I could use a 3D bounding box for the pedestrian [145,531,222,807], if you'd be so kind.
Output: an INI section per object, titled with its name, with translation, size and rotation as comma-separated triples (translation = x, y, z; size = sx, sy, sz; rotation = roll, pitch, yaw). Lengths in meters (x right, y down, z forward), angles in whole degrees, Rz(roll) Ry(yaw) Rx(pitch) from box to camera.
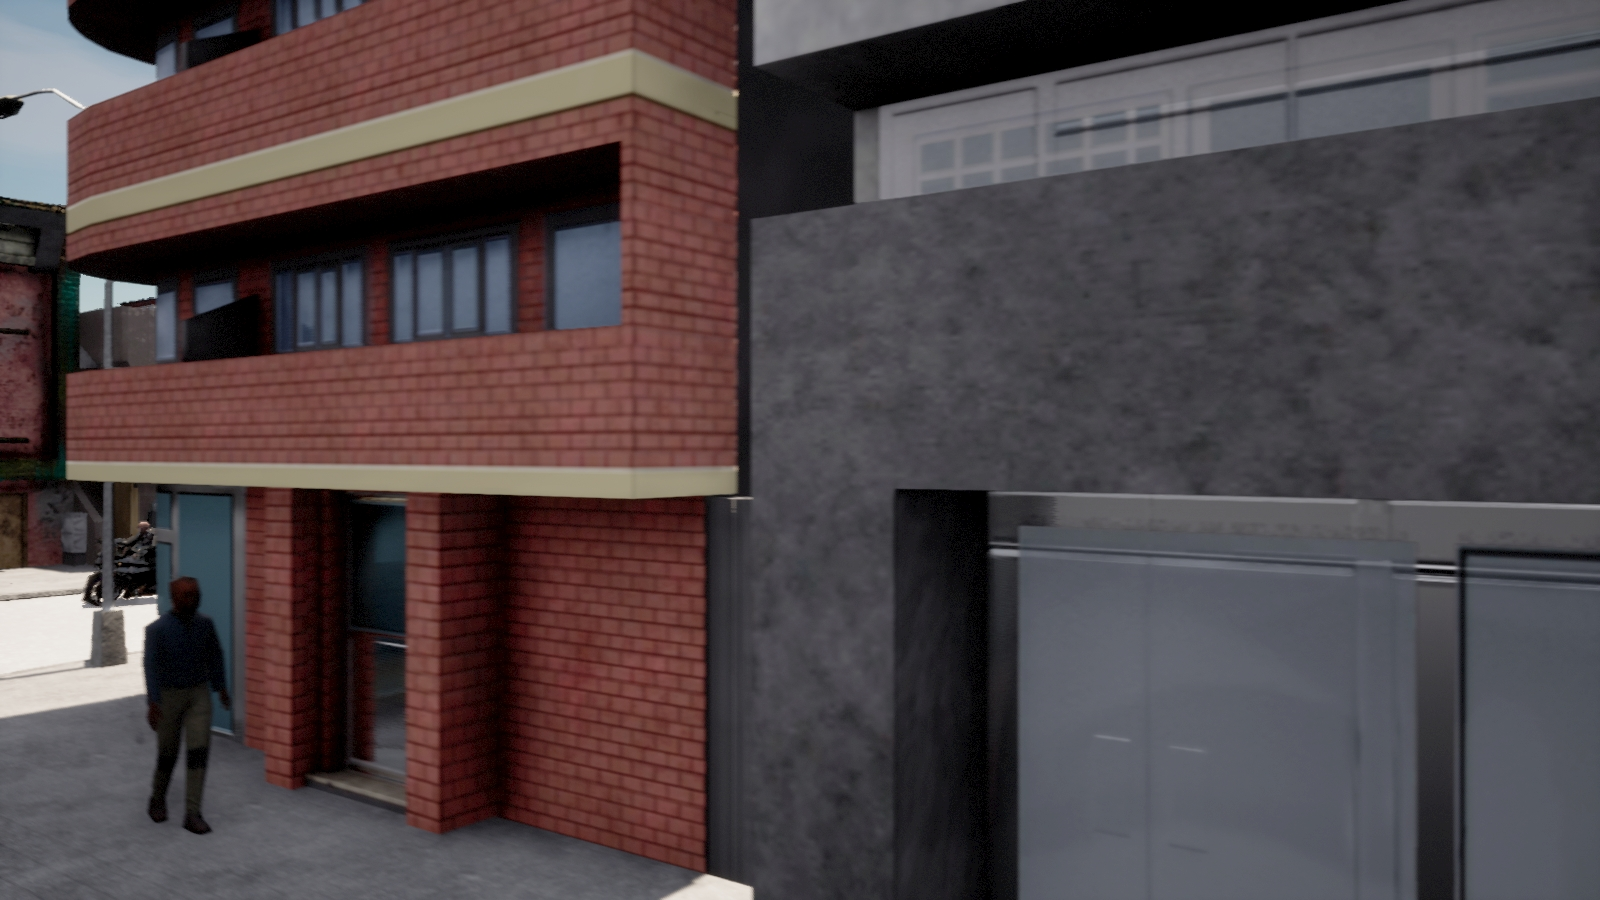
[pedestrian]
translation = -4.380, 1.524, 8.118
size = 0.375, 1.860, 0.375
rotation = 0, 0, 42

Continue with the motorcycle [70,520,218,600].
[motorcycle]
translation = -12.042, 1.985, 21.048
size = 0.867, 1.251, 2.209
rotation = 1, 0, 32
